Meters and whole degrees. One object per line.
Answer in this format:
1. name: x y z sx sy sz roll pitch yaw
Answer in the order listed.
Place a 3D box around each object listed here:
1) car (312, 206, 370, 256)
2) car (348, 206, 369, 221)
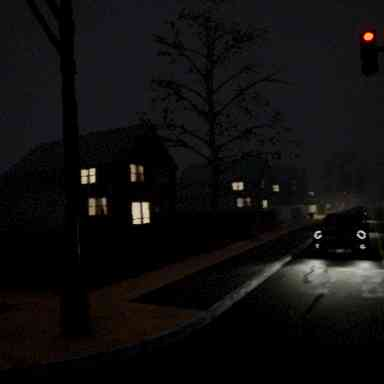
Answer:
1. car: 6.709 1.719 14.815 2.097 1.767 4.553 -4 -3 28
2. car: 18.736 2.352 37.392 1.812 1.442 4.674 -4 -3 29
